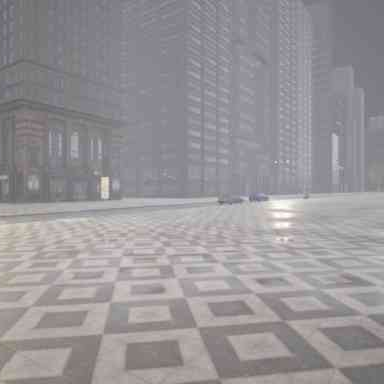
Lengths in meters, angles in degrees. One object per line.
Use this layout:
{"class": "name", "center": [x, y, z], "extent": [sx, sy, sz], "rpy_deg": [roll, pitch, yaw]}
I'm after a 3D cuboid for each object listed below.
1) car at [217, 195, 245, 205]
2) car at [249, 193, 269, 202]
{"class": "car", "center": [5.544, 1.064, 47.133], "extent": [2.033, 1.411, 5.357], "rpy_deg": [0, 1, 36]}
{"class": "car", "center": [11.160, 0.906, 55.108], "extent": [1.882, 1.535, 5.008], "rpy_deg": [0, 1, 35]}
